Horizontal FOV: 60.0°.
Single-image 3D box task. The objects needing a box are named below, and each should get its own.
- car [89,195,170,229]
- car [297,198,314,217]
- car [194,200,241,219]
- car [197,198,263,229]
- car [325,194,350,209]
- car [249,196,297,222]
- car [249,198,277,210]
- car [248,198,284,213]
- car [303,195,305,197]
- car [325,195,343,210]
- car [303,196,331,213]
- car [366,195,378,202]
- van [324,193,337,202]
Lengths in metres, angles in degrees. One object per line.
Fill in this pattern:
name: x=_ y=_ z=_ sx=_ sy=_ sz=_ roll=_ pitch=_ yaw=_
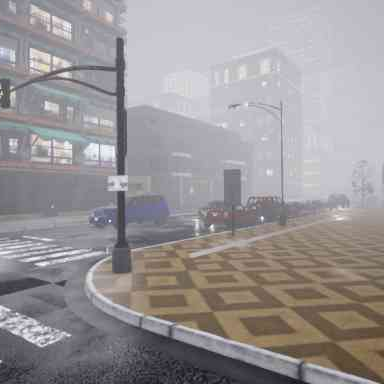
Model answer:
car: x=-3.812 y=1.209 z=21.311 sx=2.150 sy=2.045 sz=5.566 roll=-1 pitch=0 yaw=38
car: x=9.120 y=1.471 z=29.760 sx=1.802 sy=1.307 sz=4.206 roll=-1 pitch=0 yaw=36
car: x=2.367 y=1.470 z=29.723 sx=1.837 sy=1.490 sz=4.892 roll=-1 pitch=0 yaw=37
car: x=2.481 y=1.353 z=20.757 sx=1.967 sy=1.590 sz=4.097 roll=-1 pitch=0 yaw=36
car: x=19.074 y=1.167 z=43.267 sx=2.192 sy=1.841 sz=5.009 roll=-1 pitch=0 yaw=36
car: x=5.798 y=1.216 z=25.259 sx=2.192 sy=1.841 sz=5.009 roll=-1 pitch=0 yaw=36
car: x=9.314 y=1.489 z=43.303 sx=1.752 sy=1.417 sz=4.829 roll=-1 pitch=0 yaw=36
car: x=8.593 y=1.490 z=38.156 sx=2.033 sy=1.411 sz=5.357 roll=-1 pitch=0 yaw=37
car: x=22.589 y=1.439 z=61.311 sx=1.752 sy=1.417 sz=4.829 roll=-1 pitch=0 yaw=36
car: x=15.757 y=1.415 z=38.764 sx=2.008 sy=1.369 sz=4.403 roll=-1 pitch=0 yaw=36
car: x=12.438 y=1.421 z=34.262 sx=1.887 sy=1.381 sz=4.507 roll=-1 pitch=0 yaw=36
car: x=35.670 y=1.334 z=65.776 sx=1.887 sy=1.381 sz=4.507 roll=-1 pitch=0 yaw=36
van: x=29.326 y=1.229 z=70.452 sx=1.690 sy=1.788 sz=3.998 roll=-1 pitch=0 yaw=36
